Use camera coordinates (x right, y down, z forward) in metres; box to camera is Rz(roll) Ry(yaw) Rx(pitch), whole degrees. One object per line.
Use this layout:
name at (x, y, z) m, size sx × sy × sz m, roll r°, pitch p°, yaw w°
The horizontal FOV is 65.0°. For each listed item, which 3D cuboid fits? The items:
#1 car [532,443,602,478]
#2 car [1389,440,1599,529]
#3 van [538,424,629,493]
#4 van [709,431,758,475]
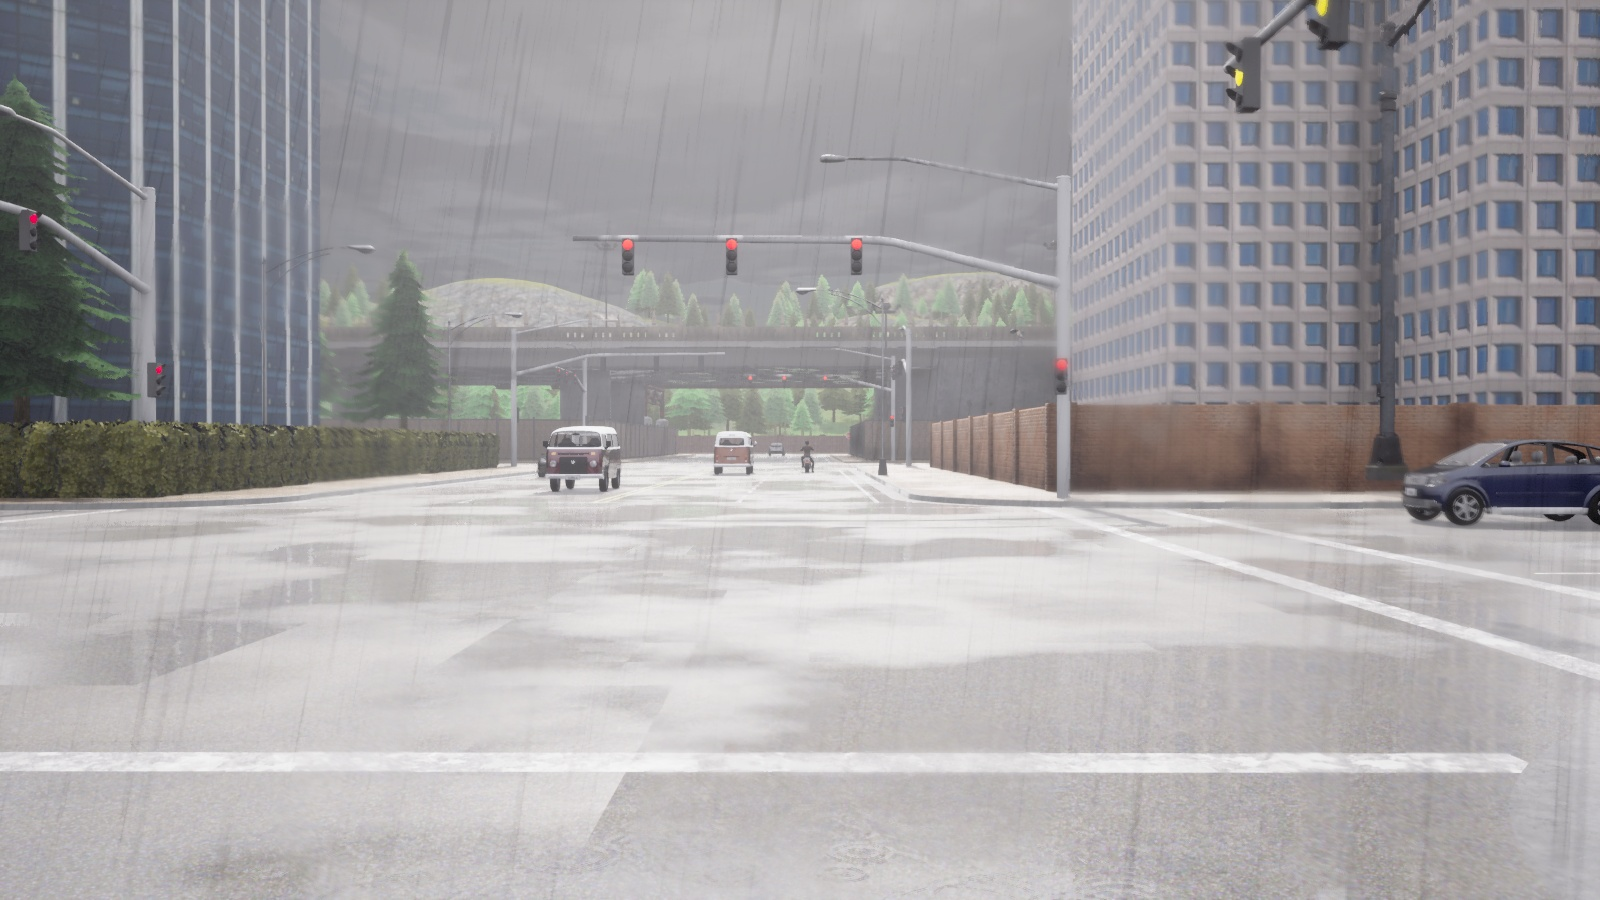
car at (-10.186, 0.427, 55.168) m, size 2.163 × 1.488 × 4.792 m, roll 0°, pitch 0°, yaw 0°
car at (13.058, 0.606, 22.997) m, size 3.705 × 1.549 × 1.789 m, roll 0°, pitch 0°, yaw 1°
van at (-6.770, 0.240, 39.687) m, size 2.069 × 2.038 × 4.480 m, roll 0°, pitch 0°, yaw 0°
van at (-3.158, 0.126, 60.408) m, size 2.069 × 2.038 × 4.480 m, roll 0°, pitch 0°, yaw 0°
